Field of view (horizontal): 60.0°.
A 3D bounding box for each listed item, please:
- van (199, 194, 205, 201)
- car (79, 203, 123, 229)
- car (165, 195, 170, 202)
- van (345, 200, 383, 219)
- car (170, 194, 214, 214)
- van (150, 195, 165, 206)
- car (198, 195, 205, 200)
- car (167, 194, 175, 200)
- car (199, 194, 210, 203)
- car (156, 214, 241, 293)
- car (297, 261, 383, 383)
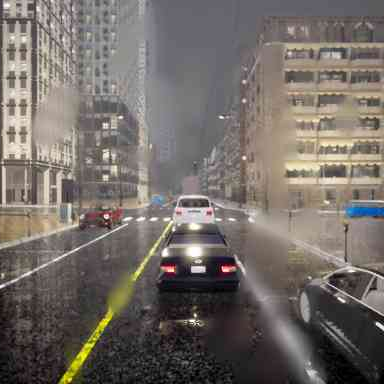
[{"bbox_3d":[2.591,1.381,86.923,1.690,1.788,3.998,0,0,0],"label":"van"},{"bbox_3d":[-5.715,1.442,21.132,1.967,1.590,4.097,0,0,0],"label":"car"},{"bbox_3d":[-5.776,1.556,75.640,1.752,1.417,4.829,0,0,0],"label":"car"},{"bbox_3d":[16.894,1.708,31.891,3.998,1.788,1.690,1,-1,0],"label":"van"},{"bbox_3d":[0.084,1.223,19.221,2.150,2.045,5.566,0,0,0],"label":"car"},{"bbox_3d":[-5.751,1.355,53.606,1.690,1.788,3.998,0,0,0],"label":"van"},{"bbox_3d":[2.586,1.596,92.473,2.008,1.369,4.403,0,0,0],"label":"car"},{"bbox_3d":[-5.795,1.485,92.463,1.967,1.590,4.097,0,0,0],"label":"car"},{"bbox_3d":[2.610,1.341,70.270,2.192,1.841,5.009,0,0,0],"label":"car"},{"bbox_3d":[0.094,1.548,8.969,2.033,1.411,5.357,0,0,-1],"label":"car"},{"bbox_3d":[2.685,1.551,4.195,2.008,1.369,4.403,0,0,0],"label":"car"}]
